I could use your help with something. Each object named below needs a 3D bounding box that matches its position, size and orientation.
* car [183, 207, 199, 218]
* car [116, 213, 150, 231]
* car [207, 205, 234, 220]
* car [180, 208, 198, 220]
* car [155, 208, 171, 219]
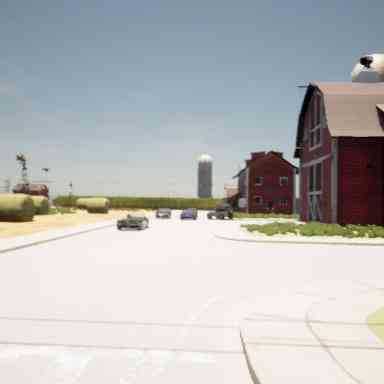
[{"bbox_3d":[-0.116,3.215,52.503,2.128,1.511,4.902,1,-2,3],"label":"car"},{"bbox_3d":[-4.697,2.385,26.884,1.895,1.301,4.718,1,-2,2],"label":"car"},{"bbox_3d":[3.702,2.660,43.696,1.905,1.878,3.866,-5,1,-40],"label":"car"},{"bbox_3d":[-0.466,2.909,42.660,1.994,1.385,4.181,1,-3,3],"label":"car"},{"bbox_3d":[-3.903,2.936,45.603,2.128,1.511,4.902,1,-2,2],"label":"car"}]
